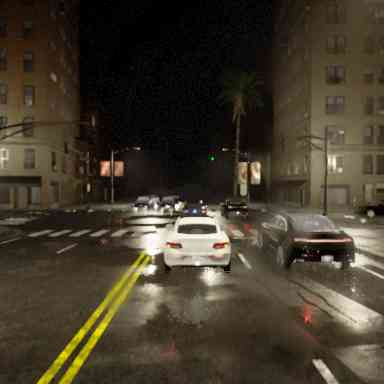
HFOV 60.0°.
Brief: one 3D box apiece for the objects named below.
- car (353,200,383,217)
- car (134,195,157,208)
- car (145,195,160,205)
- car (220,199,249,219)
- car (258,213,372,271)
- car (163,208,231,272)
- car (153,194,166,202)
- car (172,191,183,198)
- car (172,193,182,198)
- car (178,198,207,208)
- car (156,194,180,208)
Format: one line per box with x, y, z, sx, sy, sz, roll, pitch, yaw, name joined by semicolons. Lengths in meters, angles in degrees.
16.868;1.429;29.215;5.008;1.535;1.882;0;1;1;car
-6.389;1.296;44.440;2.033;1.411;5.357;0;0;0;car
-6.310;1.220;53.852;1.812;1.442;4.674;0;0;1;car
3.474;1.340;27.423;2.128;1.511;4.902;0;1;0;car
3.396;1.429;10.718;2.128;1.511;4.902;0;0;0;car
0.151;1.465;10.433;1.812;1.442;4.674;0;1;0;car
-6.204;1.195;63.763;1.994;1.385;4.181;0;0;0;car
-2.949;0.845;64.788;2.150;2.045;5.566;0;0;0;car
-3.048;1.294;54.015;1.895;1.301;4.718;0;0;0;car
0.210;1.403;25.857;2.033;1.411;5.357;0;1;0;car
-3.139;1.296;44.423;2.033;1.411;5.357;0;0;0;car
